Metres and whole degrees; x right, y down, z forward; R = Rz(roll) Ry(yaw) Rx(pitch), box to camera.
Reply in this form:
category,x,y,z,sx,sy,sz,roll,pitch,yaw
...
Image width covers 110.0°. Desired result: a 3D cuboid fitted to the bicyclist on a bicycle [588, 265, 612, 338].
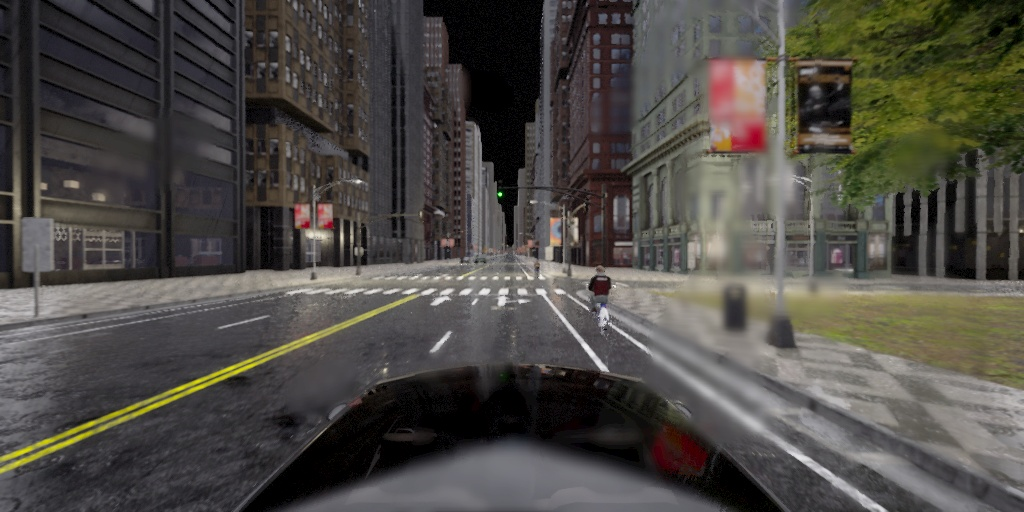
category,x,y,z,sx,sy,sz,roll,pitch,yaw
bicyclist on a bicycle,2.251,1.124,9.347,0.659,1.776,1.843,0,0,0

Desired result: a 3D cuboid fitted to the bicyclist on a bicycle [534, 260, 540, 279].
category,x,y,z,sx,sy,sz,roll,pitch,yaw
bicyclist on a bicycle,2.260,1.222,32.103,0.582,1.620,1.656,0,0,0
